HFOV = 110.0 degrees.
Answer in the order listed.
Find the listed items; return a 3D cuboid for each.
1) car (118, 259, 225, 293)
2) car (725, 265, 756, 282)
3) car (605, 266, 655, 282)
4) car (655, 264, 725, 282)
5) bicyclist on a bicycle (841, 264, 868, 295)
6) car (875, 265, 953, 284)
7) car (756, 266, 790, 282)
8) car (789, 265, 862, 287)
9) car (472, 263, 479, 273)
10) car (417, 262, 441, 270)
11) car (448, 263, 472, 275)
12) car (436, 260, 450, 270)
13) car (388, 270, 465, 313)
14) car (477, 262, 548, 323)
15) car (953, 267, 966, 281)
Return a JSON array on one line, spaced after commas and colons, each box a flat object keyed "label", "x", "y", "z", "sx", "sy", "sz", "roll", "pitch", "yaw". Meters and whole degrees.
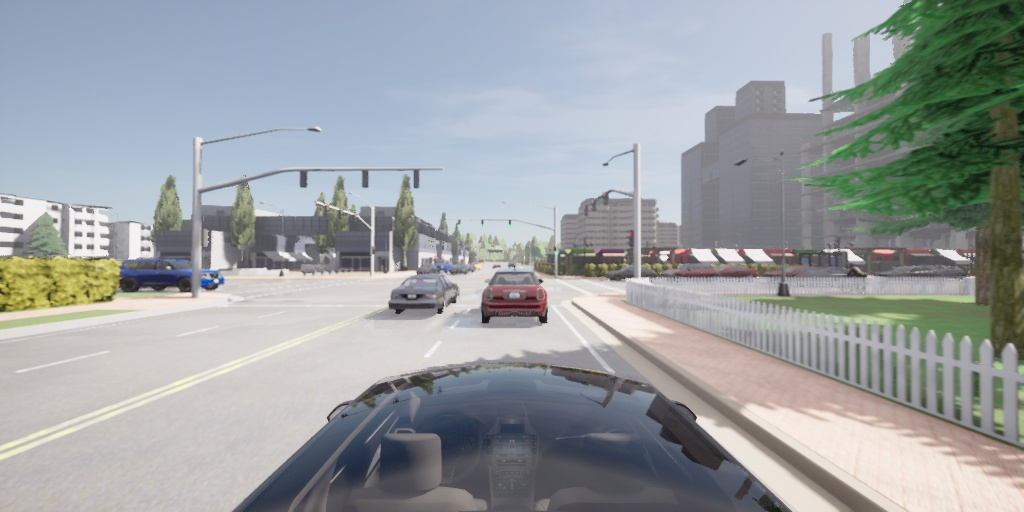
[{"label": "car", "x": -21.458, "y": 1.223, "z": 22.581, "sx": 5.566, "sy": 2.045, "sz": 2.150, "roll": 0, "pitch": -1, "yaw": -2}, {"label": "car", "x": 20.555, "y": 1.621, "z": 34.180, "sx": 5.008, "sy": 1.535, "sz": 1.882, "roll": 0, "pitch": -1, "yaw": -1}, {"label": "car", "x": 11.231, "y": 1.666, "z": 33.925, "sx": 4.674, "sy": 1.442, "sz": 1.812, "roll": 0, "pitch": -1, "yaw": -1}, {"label": "car", "x": 15.079, "y": 1.451, "z": 30.541, "sx": 4.553, "sy": 1.767, "sz": 2.097, "roll": 0, "pitch": -1, "yaw": -1}, {"label": "bicyclist on a bicycle", "x": 18.792, "y": 1.270, "z": 19.650, "sx": 0.582, "sy": 1.620, "sz": 1.656, "roll": 0, "pitch": -1, "yaw": -1}, {"label": "car", "x": 34.354, "y": 1.610, "z": 31.013, "sx": 4.892, "sy": 1.490, "sz": 1.837, "roll": 0, "pitch": -1, "yaw": -1}, {"label": "car", "x": 24.292, "y": 1.580, "z": 30.770, "sx": 5.008, "sy": 1.535, "sz": 1.882, "roll": 0, "pitch": -1, "yaw": -1}, {"label": "car", "x": 23.993, "y": 1.621, "z": 27.064, "sx": 4.181, "sy": 1.385, "sz": 1.994, "roll": 0, "pitch": -1, "yaw": -1}, {"label": "car", "x": -7.084, "y": 1.985, "z": 58.538, "sx": 2.033, "sy": 1.411, "sz": 5.357, "roll": 0, "pitch": -1, "yaw": 0}, {"label": "car", "x": -10.602, "y": 1.775, "z": 44.720, "sx": 1.837, "sy": 1.490, "sz": 4.892, "roll": 0, "pitch": -1, "yaw": 0}, {"label": "car", "x": -7.100, "y": 1.889, "z": 49.296, "sx": 1.994, "sy": 1.385, "sz": 4.181, "roll": 0, "pitch": -1, "yaw": 0}, {"label": "car", "x": -10.594, "y": 1.611, "z": 54.584, "sx": 2.150, "sy": 2.045, "sz": 5.566, "roll": 0, "pitch": -1, "yaw": 0}, {"label": "car", "x": -3.408, "y": 1.455, "z": 14.746, "sx": 2.033, "sy": 1.411, "sz": 5.357, "roll": 0, "pitch": -1, "yaw": 0}, {"label": "car", "x": 0.087, "y": 1.237, "z": 12.910, "sx": 2.097, "sy": 1.767, "sz": 4.553, "roll": 0, "pitch": -1, "yaw": 0}, {"label": "car", "x": 40.679, "y": 1.641, "z": 34.650, "sx": 4.902, "sy": 1.511, "sz": 2.128, "roll": 0, "pitch": -1, "yaw": -1}]
